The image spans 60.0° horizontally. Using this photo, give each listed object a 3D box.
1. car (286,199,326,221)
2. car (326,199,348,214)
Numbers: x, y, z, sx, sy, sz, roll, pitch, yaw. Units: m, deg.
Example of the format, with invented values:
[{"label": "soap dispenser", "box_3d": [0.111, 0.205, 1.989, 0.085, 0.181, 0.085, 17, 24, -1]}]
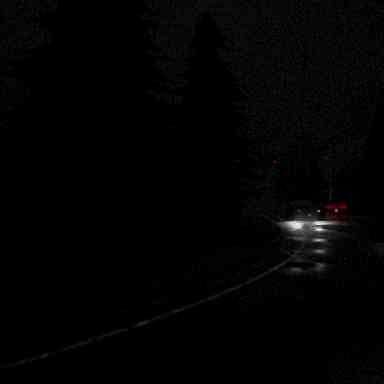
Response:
[{"label": "car", "box_3d": [8.293, 1.282, 25.054, 1.812, 1.442, 4.674, 0, 0, 6]}, {"label": "car", "box_3d": [12.523, 1.280, 30.585, 1.895, 1.301, 4.718, -1, 0, 5]}]
